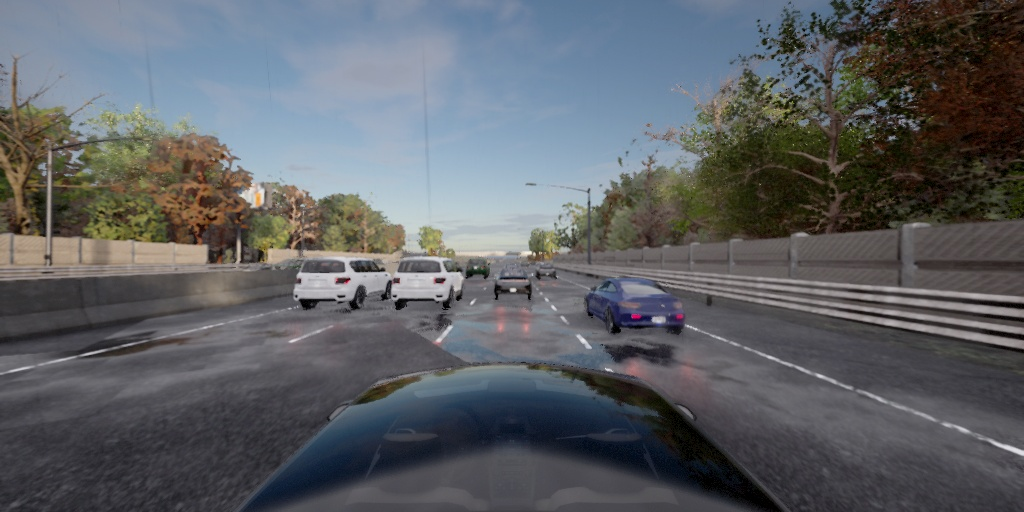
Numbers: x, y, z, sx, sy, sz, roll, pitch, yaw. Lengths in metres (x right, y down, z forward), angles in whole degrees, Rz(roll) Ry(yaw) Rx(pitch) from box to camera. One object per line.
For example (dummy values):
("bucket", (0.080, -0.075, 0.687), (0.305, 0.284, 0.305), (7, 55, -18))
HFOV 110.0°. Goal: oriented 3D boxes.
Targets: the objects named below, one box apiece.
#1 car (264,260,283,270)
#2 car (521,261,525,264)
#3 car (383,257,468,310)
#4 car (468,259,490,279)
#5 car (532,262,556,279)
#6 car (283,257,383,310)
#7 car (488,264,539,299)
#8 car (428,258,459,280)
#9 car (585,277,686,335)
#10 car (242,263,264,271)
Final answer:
("car", (-24.716, 1.268, 40.443), (2.150, 2.045, 5.566), (0, -1, 0))
("car", (-0.012, 1.561, 37.907), (2.128, 1.511, 4.902), (0, 0, 0))
("car", (-3.447, 1.085, 15.577), (2.150, 2.045, 5.566), (0, -1, 0))
("car", (-3.509, 1.280, 37.485), (2.150, 2.045, 5.566), (0, 0, 0))
("car", (3.389, 1.556, 36.754), (2.128, 1.511, 4.902), (0, -1, 0))
("car", (-6.947, 1.077, 15.457), (2.150, 2.045, 5.566), (0, -1, 0))
("car", (0.045, 1.392, 19.047), (2.128, 1.511, 4.902), (0, 0, 0))
("car", (-7.011, 1.272, 37.230), (2.150, 2.045, 5.566), (0, 0, 0))
("car", (3.468, 1.360, 10.781), (1.812, 1.442, 4.674), (0, 0, 0))
("car", (-28.213, 1.530, 40.496), (2.128, 1.511, 4.902), (0, -1, 0))
